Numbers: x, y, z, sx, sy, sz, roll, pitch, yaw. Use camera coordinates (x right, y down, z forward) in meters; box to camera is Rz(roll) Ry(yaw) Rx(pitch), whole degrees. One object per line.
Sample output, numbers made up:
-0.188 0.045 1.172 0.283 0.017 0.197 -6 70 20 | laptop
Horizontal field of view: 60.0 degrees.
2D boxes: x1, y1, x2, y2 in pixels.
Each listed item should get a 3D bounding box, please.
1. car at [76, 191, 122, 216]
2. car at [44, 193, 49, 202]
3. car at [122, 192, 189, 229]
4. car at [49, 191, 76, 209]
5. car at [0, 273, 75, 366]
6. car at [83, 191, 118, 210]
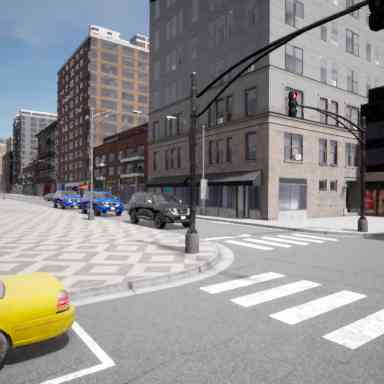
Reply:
-8.008 0.959 29.193 2.150 2.045 5.566 1 0 -35 | car
-24.462 0.960 57.985 2.128 1.511 4.902 1 0 -35 | car
-2.064 1.052 20.784 2.150 2.045 5.566 1 0 -35 | car
-14.205 0.861 37.977 2.150 2.045 5.566 1 0 -35 | car
-3.972 1.525 3.919 4.829 1.417 1.752 0 1 -36 | car
-10.677 0.907 38.505 2.150 2.045 5.566 1 0 -35 | car
